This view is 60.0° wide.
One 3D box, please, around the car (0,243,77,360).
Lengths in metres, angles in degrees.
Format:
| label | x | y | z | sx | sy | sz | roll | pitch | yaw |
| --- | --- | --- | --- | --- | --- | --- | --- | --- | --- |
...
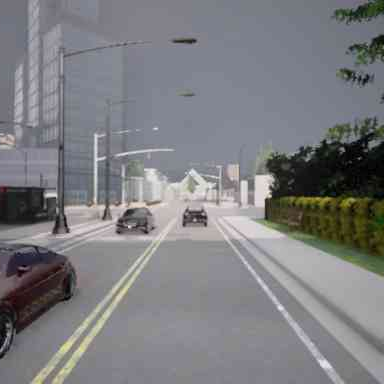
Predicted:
| label | x | y | z | sx | sy | sz | roll | pitch | yaw |
| --- | --- | --- | --- | --- | --- | --- | --- | --- | --- |
| car | -3.577 | 1.627 | 5.781 | 1.994 | 1.385 | 4.181 | 0 | -1 | 0 |

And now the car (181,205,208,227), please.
| label | x | y | z | sx | sy | sz | roll | pitch | yaw |
| --- | --- | --- | --- | --- | --- | --- | --- | --- | --- |
| car | 0.209 | 1.770 | 25.464 | 2.128 | 1.511 | 4.902 | 0 | -1 | 0 |

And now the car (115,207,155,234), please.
| label | x | y | z | sx | sy | sz | roll | pitch | yaw |
| --- | --- | --- | --- | --- | --- | --- | --- | --- | --- |
| car | -3.429 | 1.733 | 20.810 | 1.837 | 1.490 | 4.892 | 0 | -1 | 1 |
